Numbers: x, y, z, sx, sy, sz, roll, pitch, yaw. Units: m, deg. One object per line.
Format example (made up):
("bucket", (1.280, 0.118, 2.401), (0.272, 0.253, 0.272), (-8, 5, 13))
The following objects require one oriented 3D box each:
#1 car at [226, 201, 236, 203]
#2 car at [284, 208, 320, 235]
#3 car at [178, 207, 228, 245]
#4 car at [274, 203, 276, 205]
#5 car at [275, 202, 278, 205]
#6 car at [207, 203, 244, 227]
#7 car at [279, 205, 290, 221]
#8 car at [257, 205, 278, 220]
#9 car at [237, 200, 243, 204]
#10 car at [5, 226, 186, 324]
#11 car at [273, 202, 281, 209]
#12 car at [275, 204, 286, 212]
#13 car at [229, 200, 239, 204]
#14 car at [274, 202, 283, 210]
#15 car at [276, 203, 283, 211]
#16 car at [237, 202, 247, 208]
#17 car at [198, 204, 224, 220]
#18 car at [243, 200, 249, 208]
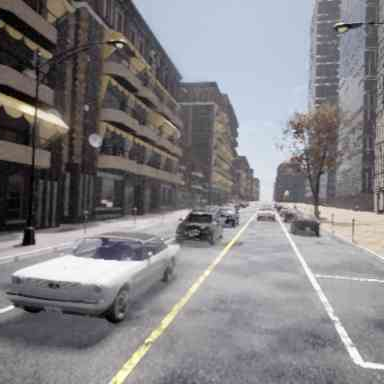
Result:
("car", (4.564, 2.360, 46.710), (1.947, 1.339, 4.313), (3, -1, 13))
("car", (7.791, 2.141, 23.126), (2.008, 1.369, 4.403), (3, -1, 13))
("car", (0.516, 1.743, 17.271), (1.837, 1.490, 4.892), (2, -1, 13))
("car", (11.788, 2.691, 52.437), (2.033, 1.411, 5.357), (2, -1, 13))
("car", (16.435, 2.990, 61.135), (2.008, 1.369, 4.403), (3, -1, 13))
("car", (2.809, 1.952, 27.302), (2.128, 1.511, 4.902), (2, -1, 13))
("car", (10.261, 2.382, 33.986), (2.008, 1.369, 4.403), (3, -1, 13))
("car", (8.330, 2.404, 37.258), (1.895, 1.301, 4.718), (2, -1, 13))
("car", (7.047, 2.352, 57.572), (2.192, 1.841, 5.009), (3, -1, 13))
("car", (-1.721, 1.622, 7.462), (1.895, 1.301, 4.718), (2, -1, 13))
("car", (22.615, 3.491, 88.284), (1.967, 1.590, 4.097), (3, -1, 13))
("car", (17.670, 3.112, 66.563), (2.008, 1.369, 4.403), (3, -1, 13))
("car", (5.763, 2.437, 51.974), (1.752, 1.417, 4.829), (3, -1, 13))
("car", (20.144, 3.246, 77.424), (1.967, 1.590, 4.097), (3, -1, 13))
("car", (12.769, 2.602, 45.012), (1.752, 1.417, 4.829), (3, -1, 13))
("car", (11.974, 3.070, 79.288), (1.887, 1.381, 4.507), (3, -1, 13))
("car", (2.095, 2.102, 35.851), (2.008, 1.369, 4.403), (3, -1, 13))
("car", (10.751, 2.719, 73.860), (2.192, 1.841, 5.009), (3, -1, 13))
